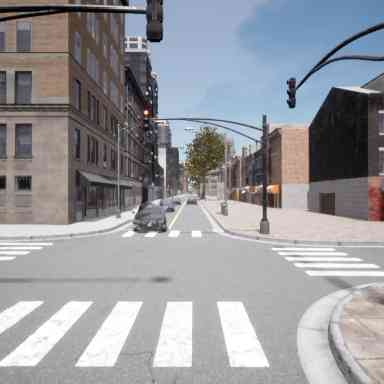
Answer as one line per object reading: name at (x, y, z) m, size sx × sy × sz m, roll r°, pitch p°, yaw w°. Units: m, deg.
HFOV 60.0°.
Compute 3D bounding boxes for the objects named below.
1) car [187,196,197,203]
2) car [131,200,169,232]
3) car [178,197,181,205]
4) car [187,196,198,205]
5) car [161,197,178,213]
car at (0.021, 1.542, 69.244) m, size 1.994 × 1.385 × 4.181 m, roll 0°, pitch 0°, yaw 0°
car at (-2.508, 1.495, 19.956) m, size 1.837 × 1.490 × 4.892 m, roll 0°, pitch 0°, yaw -6°
car at (-2.846, 1.524, 57.392) m, size 2.033 × 1.411 × 5.357 m, roll 0°, pitch 0°, yaw 1°
car at (0.028, 1.524, 58.962) m, size 2.033 × 1.411 × 5.357 m, roll 0°, pitch 0°, yaw 1°
car at (-2.892, 1.506, 37.188) m, size 1.812 × 1.442 × 4.674 m, roll 0°, pitch 0°, yaw 0°
